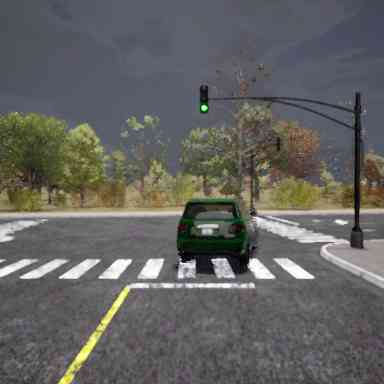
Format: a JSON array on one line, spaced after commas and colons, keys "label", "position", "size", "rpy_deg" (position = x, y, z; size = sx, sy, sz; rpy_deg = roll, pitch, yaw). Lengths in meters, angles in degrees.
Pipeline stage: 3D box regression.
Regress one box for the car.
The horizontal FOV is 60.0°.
[{"label": "car", "position": [1.085, 1.266, 11.999], "size": [2.150, 2.045, 5.566], "rpy_deg": [-1, -1, 14]}]
